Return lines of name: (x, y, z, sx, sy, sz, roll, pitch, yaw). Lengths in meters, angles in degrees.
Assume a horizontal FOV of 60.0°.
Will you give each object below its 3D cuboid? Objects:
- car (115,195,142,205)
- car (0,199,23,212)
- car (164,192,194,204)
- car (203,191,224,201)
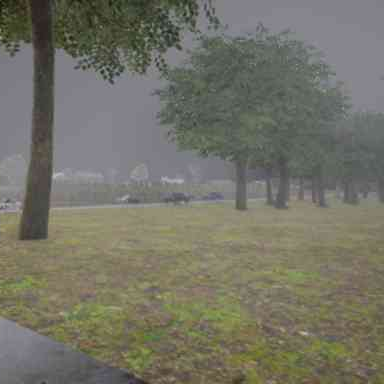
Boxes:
car: (-10.138, 1.198, 53.520, 2.097, 1.767, 4.553, -1, 0, 35)
car: (-19.108, 1.407, 35.819, 1.895, 1.301, 4.718, -1, -1, 35)
car: (-2.635, 1.023, 59.236, 2.150, 2.045, 5.566, -1, 0, 36)
car: (4.464, 0.834, 69.402, 2.150, 2.045, 5.566, -1, 0, 35)
